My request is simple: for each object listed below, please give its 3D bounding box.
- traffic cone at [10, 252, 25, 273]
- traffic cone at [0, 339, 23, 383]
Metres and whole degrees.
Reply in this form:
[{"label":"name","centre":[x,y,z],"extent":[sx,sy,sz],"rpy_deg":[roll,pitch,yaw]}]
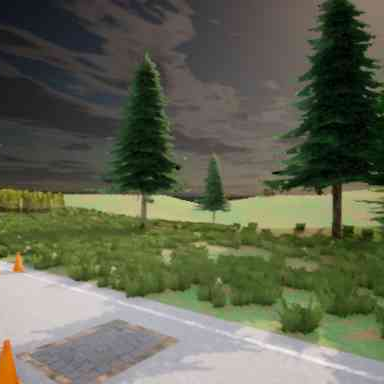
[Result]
[{"label":"traffic cone","centre":[-5.139,2.072,9.861],"extent":[0.340,0.580,0.340],"rpy_deg":[0,-1,37]},{"label":"traffic cone","centre":[-2.147,2.004,3.858],"extent":[0.340,0.580,0.340],"rpy_deg":[0,-1,37]}]
